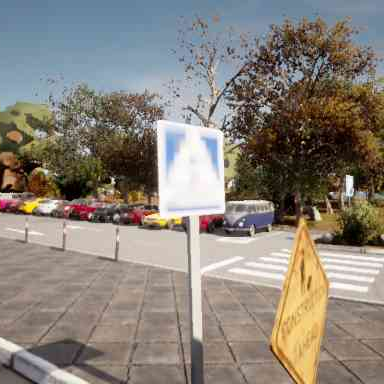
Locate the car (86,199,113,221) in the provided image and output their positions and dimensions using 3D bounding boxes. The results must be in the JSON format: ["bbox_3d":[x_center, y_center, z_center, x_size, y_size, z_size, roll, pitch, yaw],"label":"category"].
[{"bbox_3d":[-5.558,1.558,26.692,2.231,1.521,4.892,1,1,35],"label":"car"}]

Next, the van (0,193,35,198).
[{"bbox_3d":[-19.054,1.077,36.441,1.878,1.987,4.442,1,1,35],"label":"van"}]

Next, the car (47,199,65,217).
[{"bbox_3d":[-10.057,1.345,29.938,2.185,1.767,4.553,1,1,35],"label":"car"}]

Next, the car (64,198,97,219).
[{"bbox_3d":[-7.812,1.513,28.310,2.097,1.535,5.008,1,1,35],"label":"car"}]

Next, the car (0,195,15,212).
[{"bbox_3d":[-16.866,1.385,34.738,2.002,1.452,4.674,1,1,35],"label":"car"}]

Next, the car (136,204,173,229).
[{"bbox_3d":[-1.141,1.640,23.330,1.946,1.575,5.366,1,1,35],"label":"car"}]

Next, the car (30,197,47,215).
[{"bbox_3d":[-12.340,1.469,31.521,2.002,1.452,4.674,1,1,35],"label":"car"}]

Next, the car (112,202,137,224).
[{"bbox_3d":[-3.277,1.629,25.113,2.163,1.488,4.792,1,1,35],"label":"car"}]

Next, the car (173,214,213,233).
[{"bbox_3d":[1.247,1.716,21.896,2.163,1.488,4.792,1,1,35],"label":"car"}]

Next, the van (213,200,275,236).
[{"bbox_3d":[3.425,1.505,20.167,1.878,1.987,4.442,1,1,35],"label":"van"}]

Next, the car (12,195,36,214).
[{"bbox_3d":[-14.603,1.386,33.127,2.097,1.535,5.008,1,1,35],"label":"car"}]
